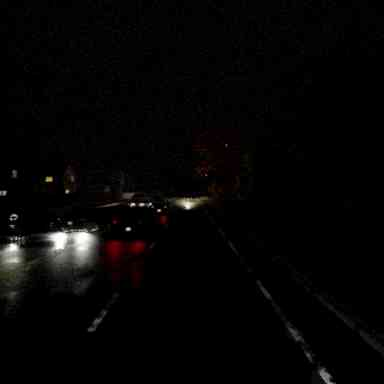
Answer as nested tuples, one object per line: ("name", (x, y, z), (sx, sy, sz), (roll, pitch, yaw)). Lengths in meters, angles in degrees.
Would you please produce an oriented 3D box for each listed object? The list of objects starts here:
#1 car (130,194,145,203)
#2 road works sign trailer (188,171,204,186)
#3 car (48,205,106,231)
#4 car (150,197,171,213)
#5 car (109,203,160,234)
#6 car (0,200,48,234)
("car", (-9.816, 1.108, 60.357), (2.097, 1.767, 4.553), (0, 0, 0))
("road works sign trailer", (1.023, -2.300, 70.010), (2.880, 2.380, 3.560), (-40, -33, 18))
("car", (-6.607, 1.489, 20.019), (1.994, 1.385, 4.181), (0, 0, 0))
("car", (-3.162, 1.471, 34.322), (1.895, 1.301, 4.718), (0, 0, 0))
("car", (-3.157, 1.531, 18.677), (1.895, 1.301, 4.718), (0, 0, 0))
("car", (-9.857, 1.282, 18.793), (2.097, 1.767, 4.553), (0, 0, 0))
